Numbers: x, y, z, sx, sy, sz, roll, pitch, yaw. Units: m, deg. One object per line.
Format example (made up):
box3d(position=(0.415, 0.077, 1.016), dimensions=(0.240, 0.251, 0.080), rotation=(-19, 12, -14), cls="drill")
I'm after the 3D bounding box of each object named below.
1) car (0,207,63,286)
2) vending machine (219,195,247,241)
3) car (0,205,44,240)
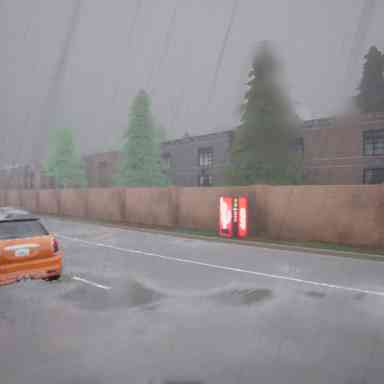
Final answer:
box3d(position=(-5.327, 1.352, 8.716), dimensions=(4.553, 1.767, 2.097), rotation=(0, 0, 41), cls="car")
box3d(position=(1.988, 1.195, 16.009), dimensions=(0.880, 2.100, 1.100), rotation=(0, 0, 42), cls="vending machine")
box3d(position=(-9.778, 1.526, 17.870), dimensions=(1.812, 1.442, 4.674), rotation=(0, 0, -45), cls="car")
